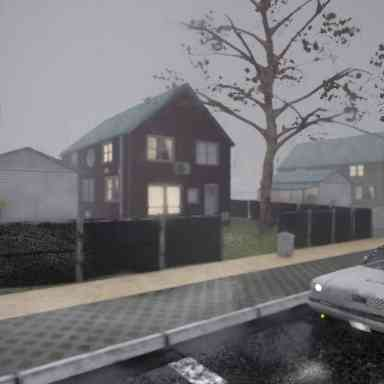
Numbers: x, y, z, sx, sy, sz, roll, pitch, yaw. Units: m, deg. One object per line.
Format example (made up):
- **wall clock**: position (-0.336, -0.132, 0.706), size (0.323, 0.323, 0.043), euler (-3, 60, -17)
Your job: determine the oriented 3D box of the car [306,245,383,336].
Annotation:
- **car**: position (4.248, 1.682, 6.204), size (4.718, 1.301, 1.895), euler (1, -1, -36)
